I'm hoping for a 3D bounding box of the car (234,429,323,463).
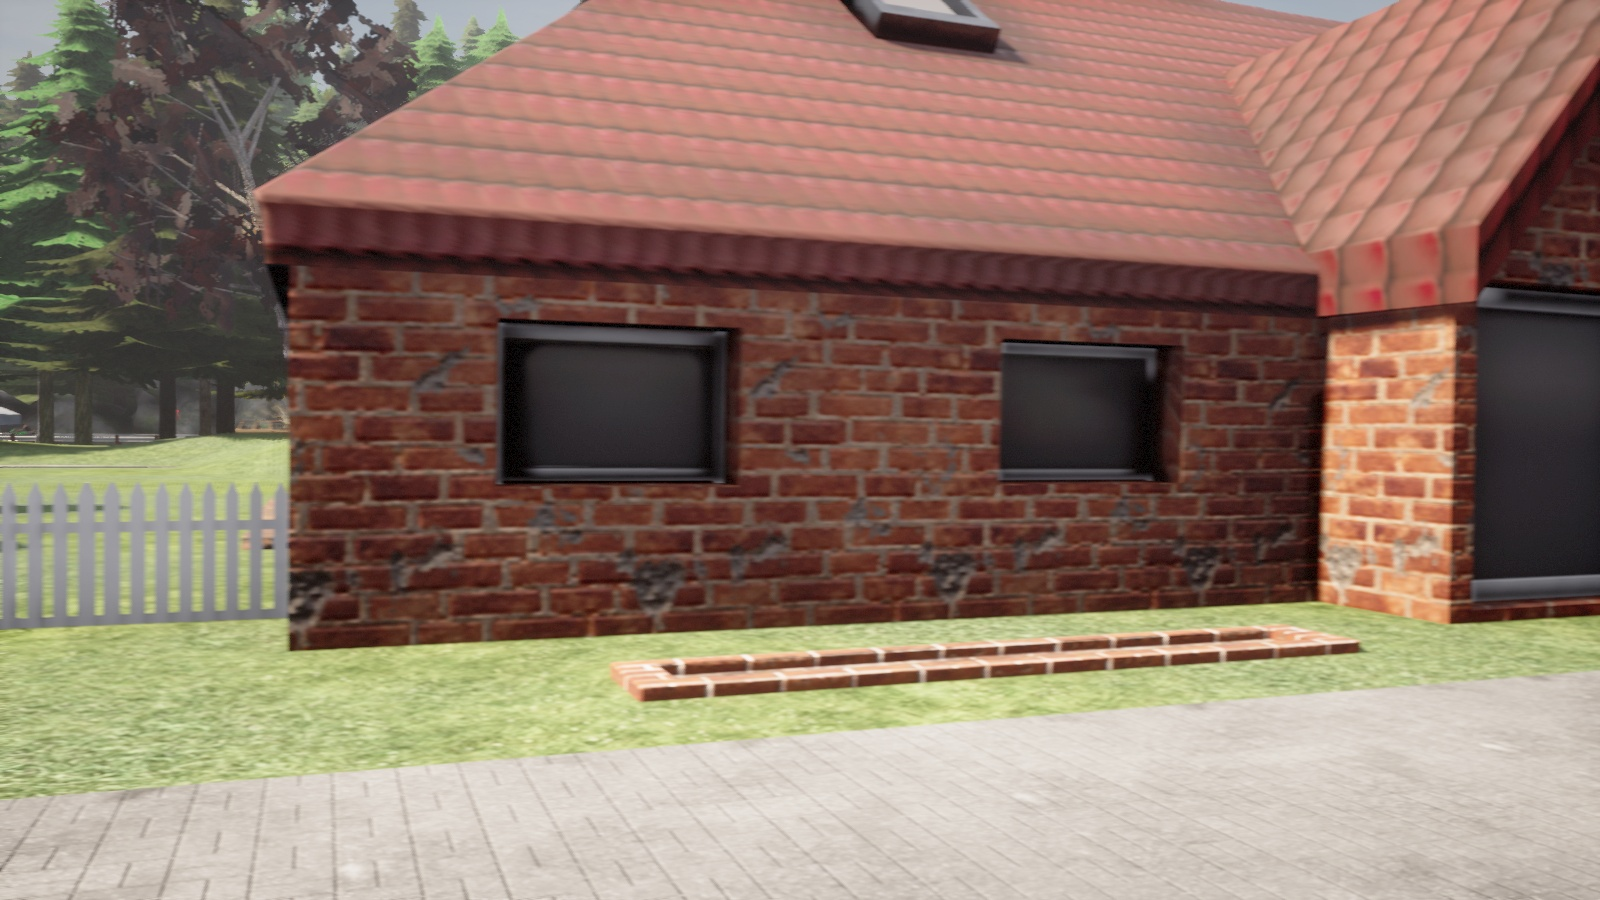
[{"bbox_3d":[-29.773,-0.232,71.815,4.605,1.855,1.932,-1,1,-21],"label":"car"}]
